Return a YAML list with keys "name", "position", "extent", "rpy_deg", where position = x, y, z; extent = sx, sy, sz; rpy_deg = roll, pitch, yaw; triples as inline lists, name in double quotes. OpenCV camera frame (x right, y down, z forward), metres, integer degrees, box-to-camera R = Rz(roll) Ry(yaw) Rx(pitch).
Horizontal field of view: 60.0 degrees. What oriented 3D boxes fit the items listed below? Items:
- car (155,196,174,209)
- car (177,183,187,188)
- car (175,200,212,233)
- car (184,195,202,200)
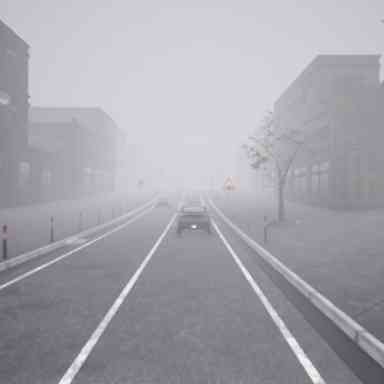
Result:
- name: "car"
  position: [-3.084, 1.135, 37.885]
  extent: [1.895, 1.301, 4.718]
  rpy_deg: [0, 2, 0]
- name: "car"
  position: [-2.340, -1.505, 78.716]
  extent: [2.097, 1.767, 4.553]
  rpy_deg: [0, 2, 4]
- name: "car"
  position: [0.106, 1.482, 19.358]
  extent: [1.837, 1.490, 4.892]
  rpy_deg: [0, 1, 0]
- name: "car"
  position: [0.103, 1.091, 37.644]
  extent: [2.033, 1.411, 5.357]
  rpy_deg: [0, 2, 0]
